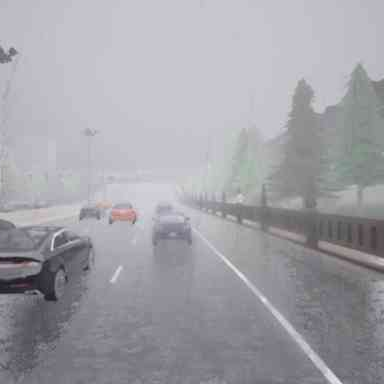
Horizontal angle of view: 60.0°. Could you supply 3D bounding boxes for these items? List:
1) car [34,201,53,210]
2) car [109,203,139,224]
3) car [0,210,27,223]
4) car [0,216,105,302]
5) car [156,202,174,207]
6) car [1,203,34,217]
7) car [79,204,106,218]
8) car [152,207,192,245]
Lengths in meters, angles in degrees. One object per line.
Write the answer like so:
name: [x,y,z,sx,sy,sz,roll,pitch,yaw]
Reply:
car: [-26.423,2.398,59.419,1.812,1.442,4.674,0,-1,-6]
car: [-5.655,1.703,28.195,2.097,1.767,4.553,0,-1,-6]
car: [-7.640,1.676,12.250,1.882,1.535,5.008,0,-1,-5]
car: [-3.837,1.616,8.490,2.128,1.511,4.902,0,-1,-4]
car: [-3.167,1.918,38.690,1.882,1.535,5.008,0,-1,-6]
car: [-21.101,2.119,40.377,1.837,1.490,4.892,0,-1,-5]
car: [-9.570,1.931,32.279,1.837,1.490,4.892,0,-1,-6]
car: [-1.030,1.713,16.702,1.812,1.442,4.674,0,-1,-5]
